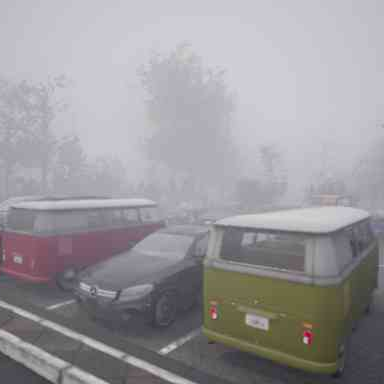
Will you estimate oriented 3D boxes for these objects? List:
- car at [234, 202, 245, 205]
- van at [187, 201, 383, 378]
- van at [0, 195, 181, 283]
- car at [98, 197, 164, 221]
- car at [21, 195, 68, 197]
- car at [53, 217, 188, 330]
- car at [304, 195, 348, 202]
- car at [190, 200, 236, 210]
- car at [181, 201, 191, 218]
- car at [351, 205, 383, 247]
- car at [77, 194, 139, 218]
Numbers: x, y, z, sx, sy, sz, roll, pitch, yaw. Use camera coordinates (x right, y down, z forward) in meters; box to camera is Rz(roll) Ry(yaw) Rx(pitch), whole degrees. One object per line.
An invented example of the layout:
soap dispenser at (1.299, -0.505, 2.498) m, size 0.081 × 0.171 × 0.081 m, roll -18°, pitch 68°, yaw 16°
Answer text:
car at (4.608, 1.445, 19.150) m, size 2.163 × 1.488 × 4.792 m, roll 1°, pitch 1°, yaw 36°
van at (2.031, 1.279, 5.719) m, size 1.878 × 1.987 × 4.442 m, roll 1°, pitch 0°, yaw 36°
van at (-2.470, 1.192, 8.931) m, size 1.878 × 1.987 × 4.442 m, roll 1°, pitch 1°, yaw 36°
car at (-4.569, 1.232, 25.731) m, size 2.097 × 1.535 × 5.008 m, roll 1°, pitch 1°, yaw 35°
car at (-4.854, 1.121, 10.453) m, size 2.435 × 2.045 × 5.566 m, roll 1°, pitch 1°, yaw 36°
car at (-0.240, 1.504, 7.199) m, size 2.002 × 1.452 × 4.674 m, roll 1°, pitch 1°, yaw 36°
car at (6.910, 1.210, 17.509) m, size 2.435 × 2.045 × 5.566 m, roll 1°, pitch 1°, yaw 36°
car at (2.310, 1.400, 20.791) m, size 2.163 × 1.488 × 4.792 m, roll 1°, pitch 1°, yaw 36°
car at (0.135, 1.327, 22.388) m, size 2.231 × 1.521 × 4.892 m, roll 1°, pitch 1°, yaw 36°
car at (9.227, 1.504, 15.882) m, size 2.097 × 1.535 × 5.008 m, roll 1°, pitch 1°, yaw 36°
car at (-6.779, 1.063, 27.277) m, size 2.185 × 1.767 × 4.553 m, roll 1°, pitch 1°, yaw 36°
